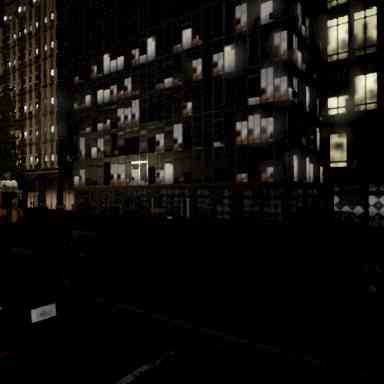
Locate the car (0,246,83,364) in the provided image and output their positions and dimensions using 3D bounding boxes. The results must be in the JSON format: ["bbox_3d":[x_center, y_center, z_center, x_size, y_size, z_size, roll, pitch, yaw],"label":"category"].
[{"bbox_3d":[-3.566,1.565,5.414,4.313,1.339,1.947,0,0,35],"label":"car"}]
